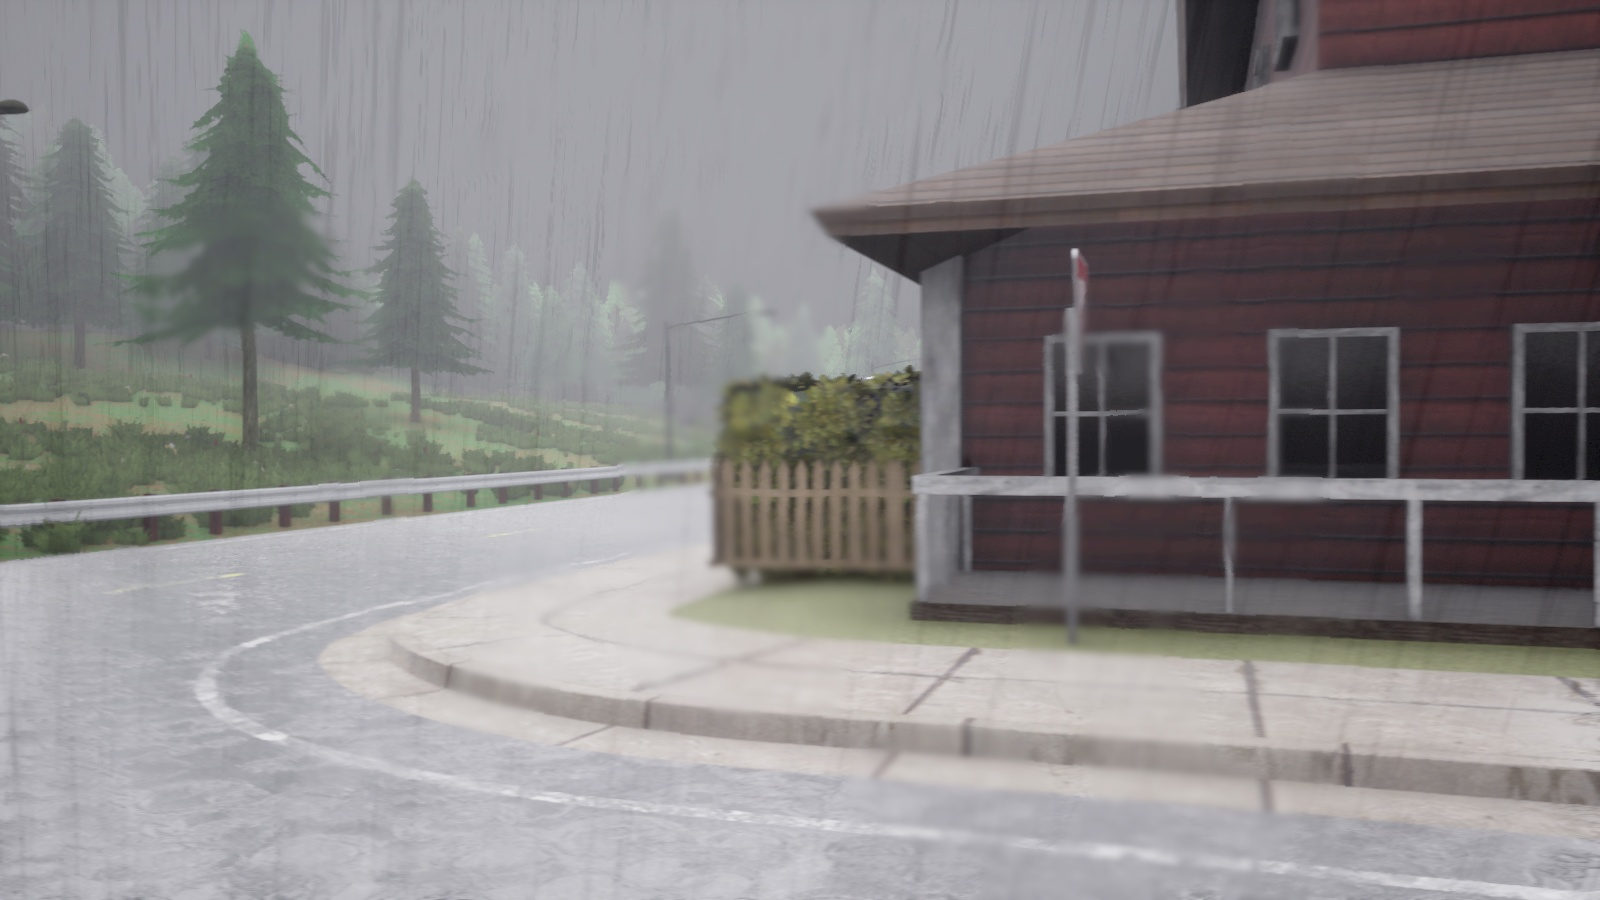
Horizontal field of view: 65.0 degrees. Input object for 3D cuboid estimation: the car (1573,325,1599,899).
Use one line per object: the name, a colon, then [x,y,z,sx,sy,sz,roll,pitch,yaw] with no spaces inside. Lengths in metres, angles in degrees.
car: [4.053,0.629,1.866,4.605,1.855,1.932,1,1,18]
